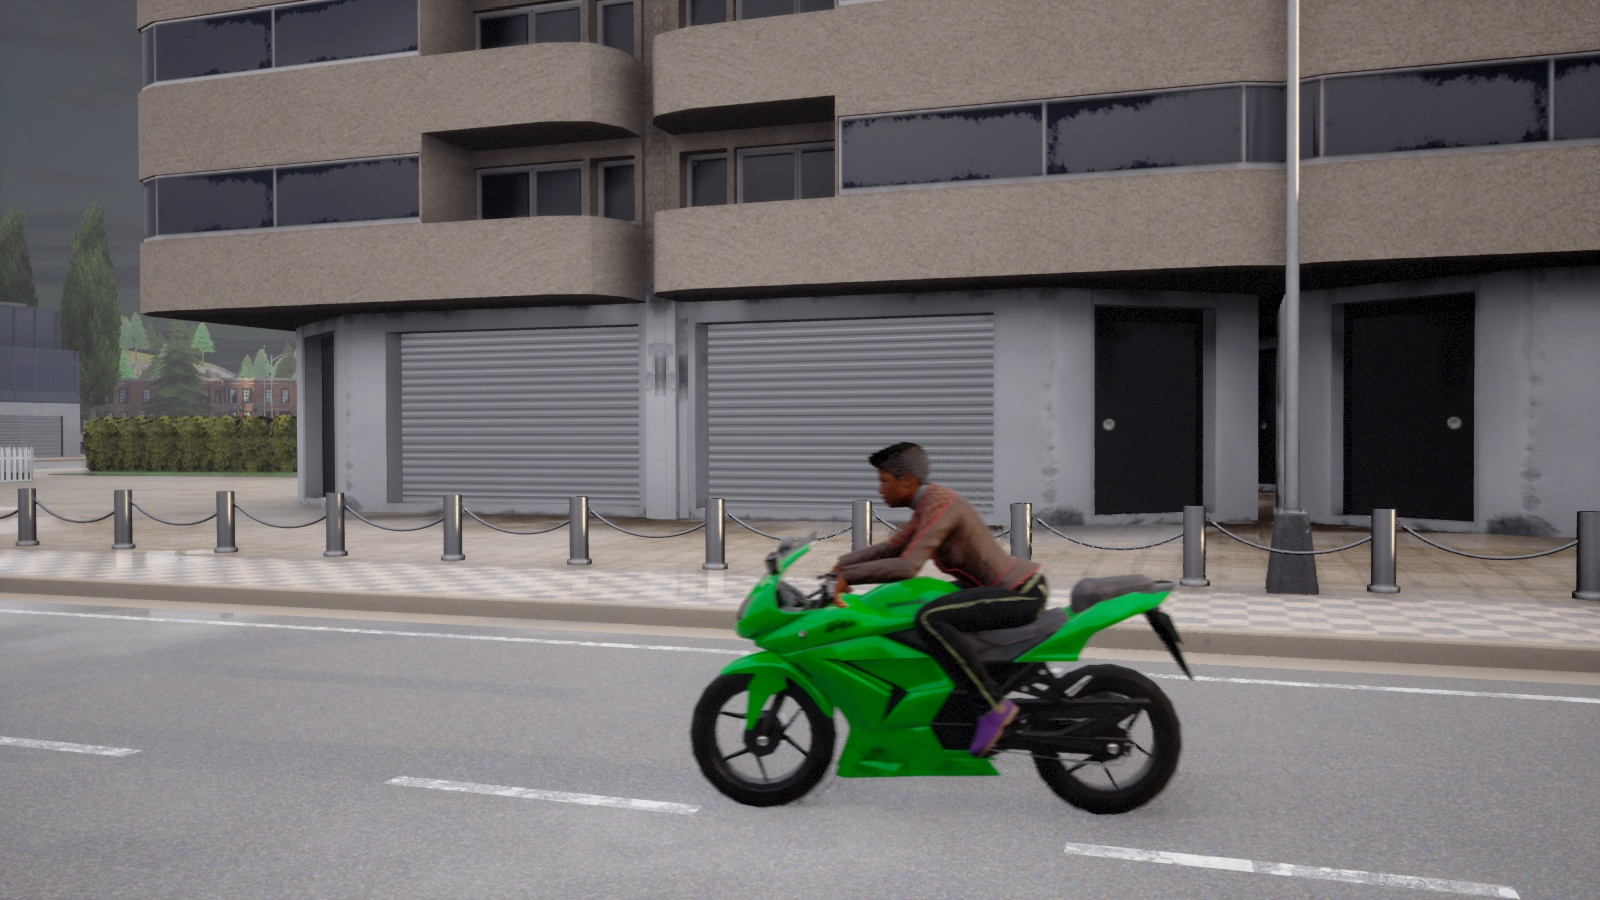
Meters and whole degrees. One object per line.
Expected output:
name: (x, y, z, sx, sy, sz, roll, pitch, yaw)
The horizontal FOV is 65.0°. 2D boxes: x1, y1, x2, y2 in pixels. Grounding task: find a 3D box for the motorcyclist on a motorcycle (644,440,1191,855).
motorcyclist on a motorcycle: (0.452, 0.728, 5.122, 2.044, 1.523, 0.797, 0, 1, 4)
